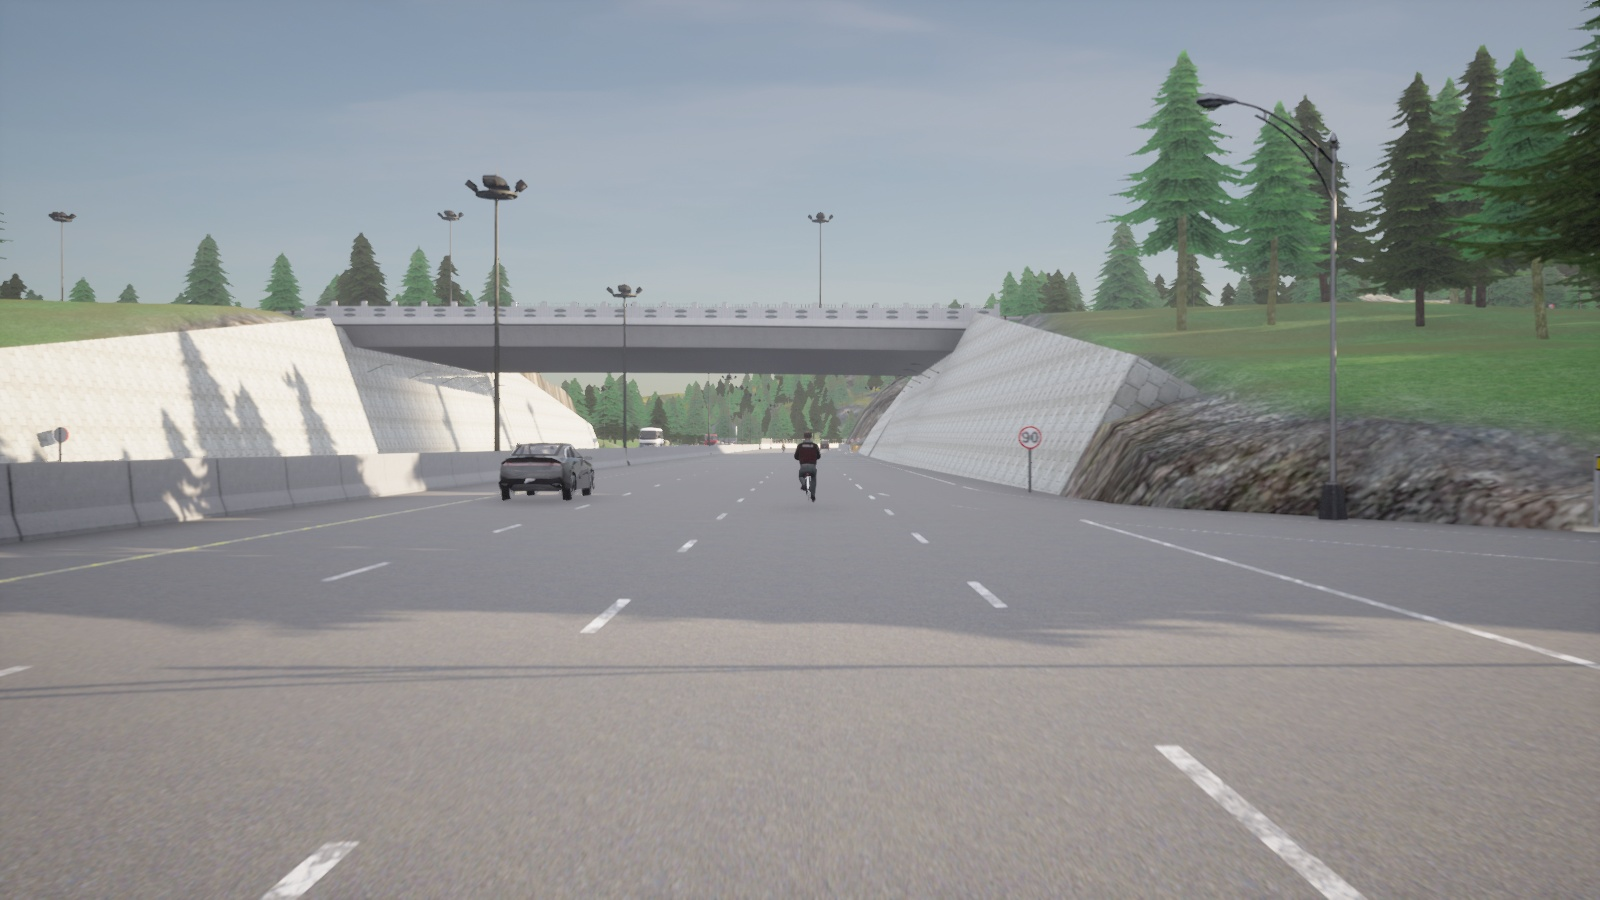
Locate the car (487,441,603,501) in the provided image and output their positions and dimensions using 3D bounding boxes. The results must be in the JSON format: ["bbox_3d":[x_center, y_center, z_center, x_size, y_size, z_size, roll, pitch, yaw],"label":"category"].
[{"bbox_3d":[-6.791,0.506,34.030,2.128,1.511,4.902,0,0,0],"label":"car"}]
